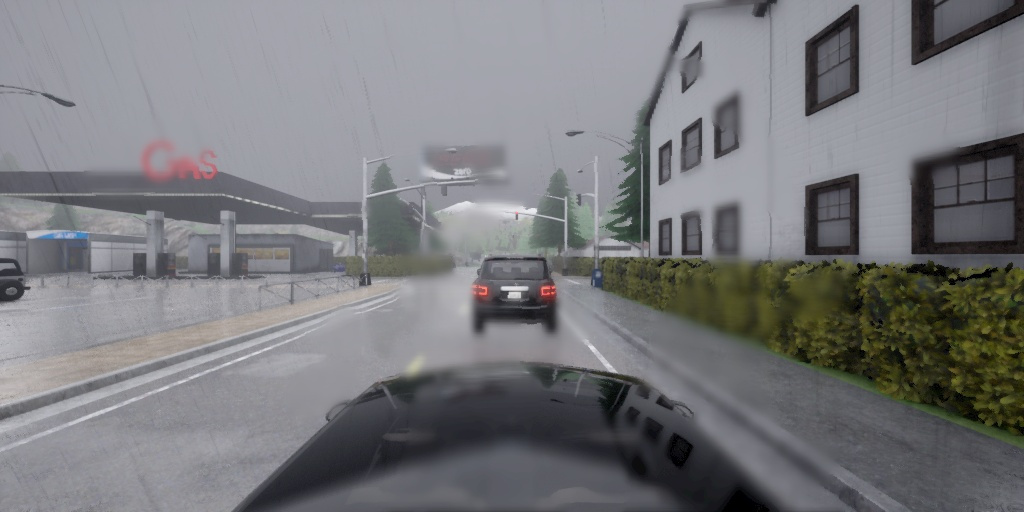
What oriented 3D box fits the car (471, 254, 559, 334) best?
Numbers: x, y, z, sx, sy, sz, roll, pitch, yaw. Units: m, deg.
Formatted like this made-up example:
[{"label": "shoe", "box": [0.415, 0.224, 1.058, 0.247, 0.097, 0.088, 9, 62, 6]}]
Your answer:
[{"label": "car", "box": [0.087, 0.971, 10.724, 2.150, 2.045, 5.566, 0, 0, 0]}]
